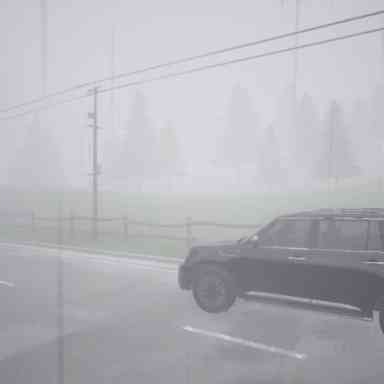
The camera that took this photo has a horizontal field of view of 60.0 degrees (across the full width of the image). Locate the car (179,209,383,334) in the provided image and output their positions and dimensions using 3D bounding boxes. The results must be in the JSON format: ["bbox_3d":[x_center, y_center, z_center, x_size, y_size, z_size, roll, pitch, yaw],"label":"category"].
[{"bbox_3d":[2.418,1.345,6.419,5.566,2.045,2.150,-1,-2,32],"label":"car"}]
